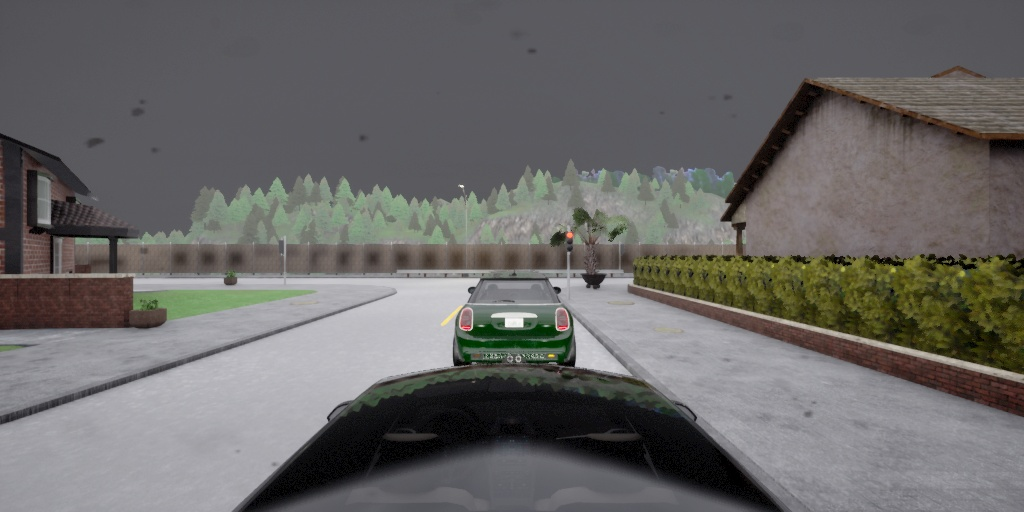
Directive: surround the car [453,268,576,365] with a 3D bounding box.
[{"bbox_3d":[0.053,1.102,7.939,2.097,1.767,4.553,0,0,0],"label":"car"}]
